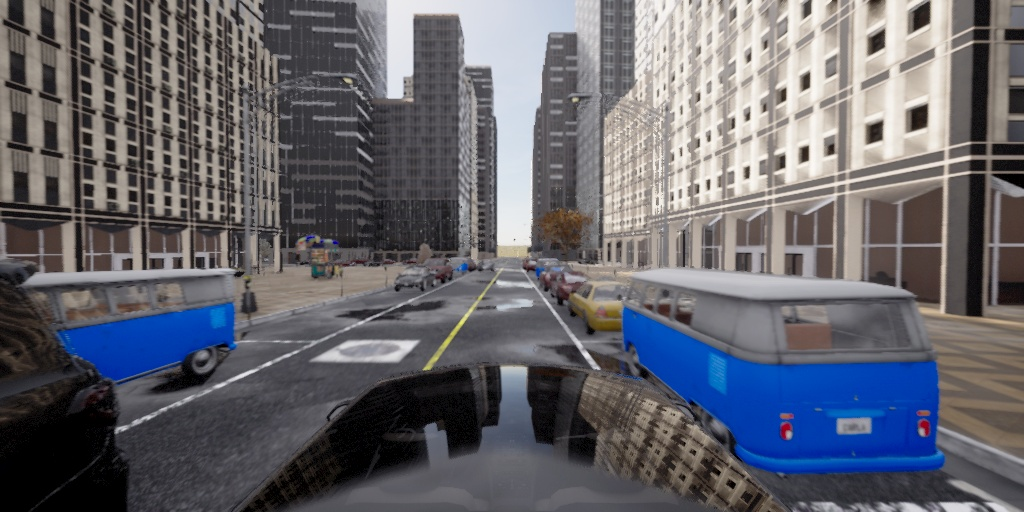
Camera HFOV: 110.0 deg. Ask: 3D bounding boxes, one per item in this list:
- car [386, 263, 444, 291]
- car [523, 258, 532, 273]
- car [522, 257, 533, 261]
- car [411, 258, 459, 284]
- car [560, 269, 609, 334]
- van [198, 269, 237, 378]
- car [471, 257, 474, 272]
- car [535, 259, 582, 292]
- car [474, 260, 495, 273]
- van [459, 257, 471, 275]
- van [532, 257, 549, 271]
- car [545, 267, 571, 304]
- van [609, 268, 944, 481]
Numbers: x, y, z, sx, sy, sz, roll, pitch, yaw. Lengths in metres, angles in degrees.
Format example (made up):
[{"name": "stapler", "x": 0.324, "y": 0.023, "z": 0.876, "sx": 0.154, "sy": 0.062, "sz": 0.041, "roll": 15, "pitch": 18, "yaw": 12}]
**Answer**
[{"name": "car", "x": -5.699, "y": 1.292, "z": 21.527, "sx": 2.007, "sy": 1.370, "sz": 4.403, "roll": 0, "pitch": 0, "yaw": 0}, {"name": "car", "x": 2.673, "y": 1.277, "z": 44.032, "sx": 1.888, "sy": 1.381, "sz": 4.507, "roll": 0, "pitch": 0, "yaw": 0}, {"name": "car", "x": 2.671, "y": 1.044, "z": 49.658, "sx": 2.192, "sy": 1.841, "sz": 5.009, "roll": 0, "pitch": 0, "yaw": 0}, {"name": "car", "x": -5.701, "y": 1.054, "z": 27.152, "sx": 2.192, "sy": 1.841, "sz": 5.009, "roll": 0, "pitch": 0, "yaw": 0}, {"name": "car", "x": 2.687, "y": 1.272, "z": 10.449, "sx": 1.751, "sy": 1.417, "sz": 4.829, "roll": 0, "pitch": 0, "yaw": 0}, {"name": "van", "x": -5.692, "y": 1.090, "z": 4.651, "sx": 1.690, "sy": 1.789, "sz": 3.998, "roll": 0, "pitch": 0, "yaw": 0}, {"name": "car", "x": -5.708, "y": 1.046, "z": 44.029, "sx": 2.192, "sy": 1.841, "sz": 5.009, "roll": 0, "pitch": 0, "yaw": 0}, {"name": "car", "x": 2.682, "y": 1.182, "z": 21.531, "sx": 1.967, "sy": 1.591, "sz": 4.097, "roll": 0, "pitch": 0, "yaw": 0}, {"name": "car", "x": -3.094, "y": 1.224, "z": 44.000, "sx": 2.128, "sy": 1.511, "sz": 4.902, "roll": 0, "pitch": 0, "yaw": 0}, {"name": "van", "x": -5.706, "y": 1.075, "z": 38.403, "sx": 1.690, "sy": 1.789, "sz": 3.998, "roll": 0, "pitch": 0, "yaw": 0}, {"name": "van", "x": 2.680, "y": 1.080, "z": 27.156, "sx": 1.690, "sy": 1.789, "sz": 3.998, "roll": 0, "pitch": 0, "yaw": 0}, {"name": "car", "x": 2.685, "y": 1.326, "z": 15.905, "sx": 1.802, "sy": 1.307, "sz": 4.207, "roll": 0, "pitch": 0, "yaw": 0}, {"name": "van", "x": 2.690, "y": 1.090, "z": 4.654, "sx": 1.690, "sy": 1.789, "sz": 3.998, "roll": 0, "pitch": 0, "yaw": 0}]
